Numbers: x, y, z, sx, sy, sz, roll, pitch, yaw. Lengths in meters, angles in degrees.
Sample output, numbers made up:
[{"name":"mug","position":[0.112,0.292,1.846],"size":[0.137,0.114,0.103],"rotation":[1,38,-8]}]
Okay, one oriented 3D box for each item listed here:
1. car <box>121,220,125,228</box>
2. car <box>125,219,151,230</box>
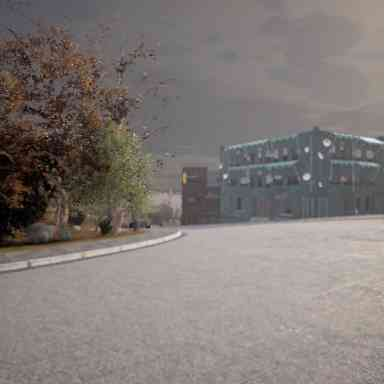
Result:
[{"name":"car","position":[-10.850,5.142,52.678],"size":[1.812,1.442,4.674],"rotation":[0,-5,-19]},{"name":"car","position":[-6.882,4.197,43.406],"size":[1.994,1.385,4.181],"rotation":[0,-5,-27]}]
